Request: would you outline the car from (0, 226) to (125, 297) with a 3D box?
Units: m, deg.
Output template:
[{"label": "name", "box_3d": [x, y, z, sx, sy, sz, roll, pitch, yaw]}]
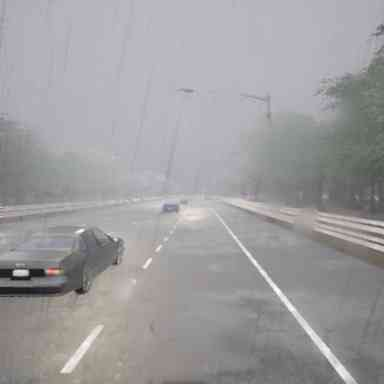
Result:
[{"label": "car", "box_3d": [-3.256, 1.640, 8.981, 2.033, 1.411, 5.357, -1, 0, 1]}]

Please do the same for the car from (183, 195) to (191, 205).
[{"label": "car", "box_3d": [-1.735, 1.972, 69.620, 1.837, 1.490, 4.892, -1, 0, 1]}]

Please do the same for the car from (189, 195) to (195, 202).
[{"label": "car", "box_3d": [-1.133, 1.836, 93.770, 2.150, 2.045, 5.566, -1, 0, 1]}]

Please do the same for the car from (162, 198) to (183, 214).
[{"label": "car", "box_3d": [-2.469, 1.765, 40.484, 1.882, 1.535, 5.008, -1, 0, 1]}]
